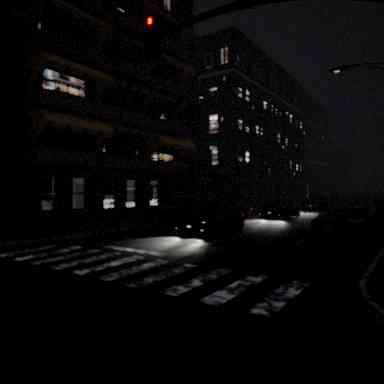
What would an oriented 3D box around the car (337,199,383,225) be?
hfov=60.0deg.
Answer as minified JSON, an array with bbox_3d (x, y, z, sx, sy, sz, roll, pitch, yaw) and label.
[{"bbox_3d":[9.595,1.298,18.956,1.802,1.307,4.206,1,2,35],"label":"car"}]

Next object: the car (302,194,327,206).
[{"bbox_3d":[15.563,0.934,42.039,1.947,1.339,4.313,1,2,35],"label":"car"}]

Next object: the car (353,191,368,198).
[{"bbox_3d":[34.769,0.433,69.393,1.887,1.381,4.507,1,2,35],"label":"car"}]

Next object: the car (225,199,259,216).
[{"bbox_3d":[2.760,1.234,23.803,1.887,1.381,4.507,1,2,35],"label":"car"}]

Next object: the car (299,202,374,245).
[{"bbox_3d":[6.394,1.362,14.396,1.947,1.339,4.313,1,2,35],"label":"car"}]

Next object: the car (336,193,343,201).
[{"bbox_3d":[21.964,0.774,51.157,1.947,1.339,4.313,1,2,35],"label":"car"}]

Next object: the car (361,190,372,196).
[{"bbox_3d":[41.170,0.311,78.512,1.802,1.307,4.206,1,2,35],"label":"car"}]

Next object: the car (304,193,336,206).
[{"bbox_3d":[12.455,0.999,33.107,2.128,1.511,4.902,0,1,35],"label":"car"}]

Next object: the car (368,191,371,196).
[{"bbox_3d":[37.969,0.390,73.953,1.802,1.307,4.206,1,2,35],"label":"car"}]

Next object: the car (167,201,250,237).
[{"bbox_3d":[0.983,1.359,16.788,1.994,1.385,4.181,0,1,35],"label":"car"}]

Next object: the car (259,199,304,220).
[{"bbox_3d":[6.481,1.221,24.606,1.994,1.385,4.181,0,1,35],"label":"car"}]

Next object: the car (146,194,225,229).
[{"bbox_3d":[-0.440,1.085,19.238,2.192,1.841,5.009,1,2,35],"label":"car"}]
